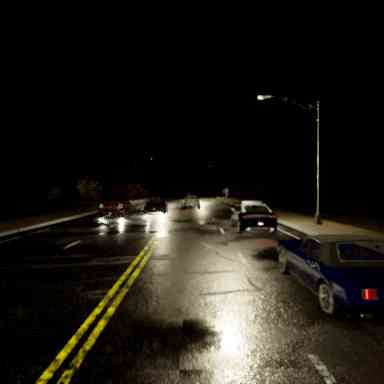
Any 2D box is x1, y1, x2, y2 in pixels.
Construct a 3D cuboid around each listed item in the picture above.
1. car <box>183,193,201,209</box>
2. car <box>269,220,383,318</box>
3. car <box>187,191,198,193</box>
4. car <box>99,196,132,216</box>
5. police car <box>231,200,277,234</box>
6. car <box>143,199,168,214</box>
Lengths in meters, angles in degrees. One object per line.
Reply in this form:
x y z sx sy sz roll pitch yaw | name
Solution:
0.006 1.199 40.009 1.812 1.442 4.674 0 0 0 | car
3.252 1.541 7.236 1.895 1.301 4.718 0 0 0 | car
0.113 1.032 54.242 1.882 1.535 5.008 0 1 0 | car
-6.578 1.117 28.943 2.097 1.767 4.553 0 0 0 | car
3.254 1.276 18.314 1.930 1.638 5.238 0 0 0 | police car
-3.323 1.311 31.094 1.994 1.385 4.181 0 0 0 | car
